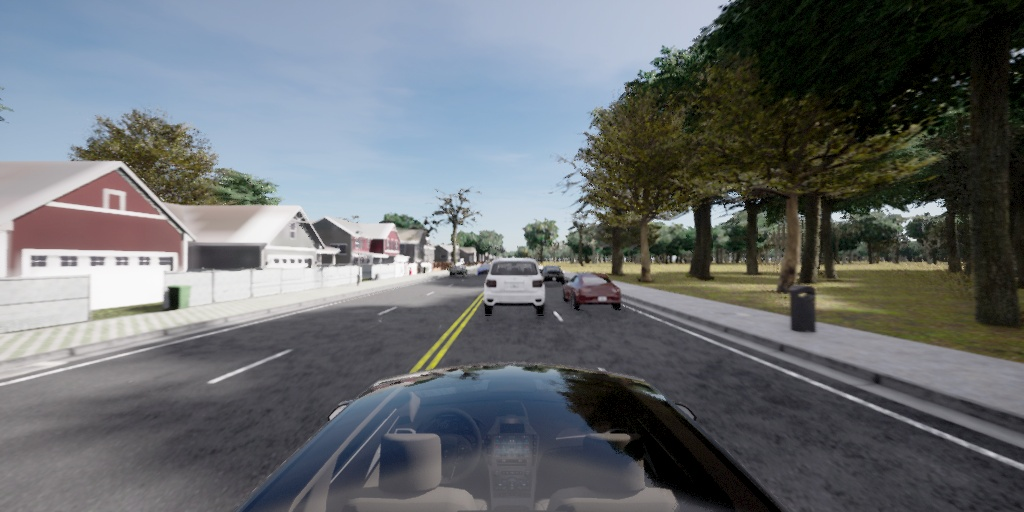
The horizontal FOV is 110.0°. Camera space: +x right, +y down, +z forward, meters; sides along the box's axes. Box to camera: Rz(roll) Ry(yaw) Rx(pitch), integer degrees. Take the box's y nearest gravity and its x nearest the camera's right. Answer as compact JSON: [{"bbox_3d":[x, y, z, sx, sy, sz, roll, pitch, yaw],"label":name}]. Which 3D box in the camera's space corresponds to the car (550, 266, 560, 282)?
[{"bbox_3d":[3.348,1.613,30.852,1.837,1.490,4.892,0,-1,0],"label":"car"}]

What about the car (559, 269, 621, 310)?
[{"bbox_3d":[3.342,1.443,15.515,1.812,1.442,4.674,0,-1,0],"label":"car"}]

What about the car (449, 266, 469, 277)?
[{"bbox_3d":[-6.577,1.878,44.495,1.895,1.301,4.718,0,-1,0],"label":"car"}]

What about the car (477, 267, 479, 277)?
[{"bbox_3d":[-3.323,1.763,45.207,1.882,1.535,5.008,0,-1,0],"label":"car"}]

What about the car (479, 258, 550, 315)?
[{"bbox_3d":[0.090,1.125,14.529,2.150,2.045,5.566,0,-1,0],"label":"car"}]
